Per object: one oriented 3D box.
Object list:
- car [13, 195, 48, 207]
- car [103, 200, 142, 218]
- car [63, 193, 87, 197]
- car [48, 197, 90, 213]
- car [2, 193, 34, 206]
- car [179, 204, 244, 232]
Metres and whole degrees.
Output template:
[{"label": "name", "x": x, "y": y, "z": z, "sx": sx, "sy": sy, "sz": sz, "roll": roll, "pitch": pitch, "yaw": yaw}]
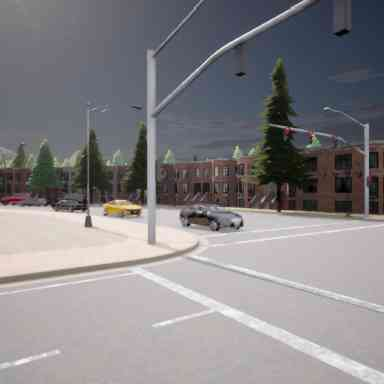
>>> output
[{"label": "car", "x": -24.170, "y": 1.547, "z": 51.137, "sx": 5.357, "sy": 1.411, "sz": 2.033, "roll": 0, "pitch": 0, "yaw": 17}, {"label": "car", "x": -6.418, "y": 1.477, "z": 30.400, "sx": 1.882, "sy": 1.535, "sz": 5.008, "roll": 0, "pitch": 0, "yaw": -39}, {"label": "car", "x": -18.913, "y": 1.221, "z": 52.870, "sx": 5.566, "sy": 2.045, "sz": 2.150, "roll": 0, "pitch": 0, "yaw": 23}, {"label": "car", "x": -13.958, "y": 1.601, "z": 37.924, "sx": 4.718, "sy": 1.301, "sz": 1.895, "roll": 0, "pitch": 0, "yaw": 37}, {"label": "car", "x": -29.032, "y": 1.221, "z": 55.923, "sx": 5.566, "sy": 2.045, "sz": 2.150, "roll": 0, "pitch": 0, "yaw": 10}, {"label": "car", "x": 1.080, "y": 1.491, "z": 20.346, "sx": 2.128, "sy": 1.511, "sz": 4.902, "roll": 0, "pitch": 0, "yaw": -35}]
